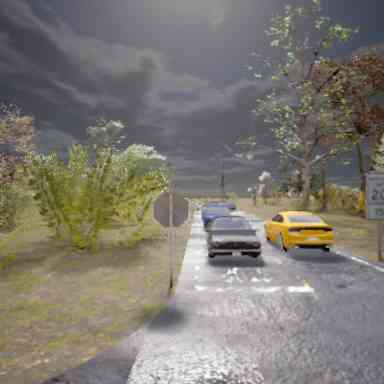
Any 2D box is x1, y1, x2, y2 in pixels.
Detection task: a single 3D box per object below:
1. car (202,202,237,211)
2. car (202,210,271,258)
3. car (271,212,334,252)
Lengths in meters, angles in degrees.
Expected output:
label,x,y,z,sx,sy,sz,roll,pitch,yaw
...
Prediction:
label,x,y,z,sx,sy,sz,roll,pitch,yaw
car,1.792,1.710,23.423,1.882,1.535,5.008,0,-1,1
car,1.549,1.689,13.642,2.033,1.411,5.357,0,-1,2
car,4.515,1.608,14.698,1.882,1.535,5.008,0,-1,1
